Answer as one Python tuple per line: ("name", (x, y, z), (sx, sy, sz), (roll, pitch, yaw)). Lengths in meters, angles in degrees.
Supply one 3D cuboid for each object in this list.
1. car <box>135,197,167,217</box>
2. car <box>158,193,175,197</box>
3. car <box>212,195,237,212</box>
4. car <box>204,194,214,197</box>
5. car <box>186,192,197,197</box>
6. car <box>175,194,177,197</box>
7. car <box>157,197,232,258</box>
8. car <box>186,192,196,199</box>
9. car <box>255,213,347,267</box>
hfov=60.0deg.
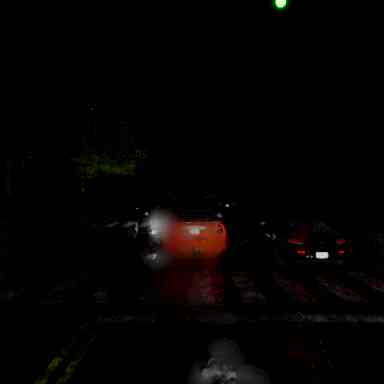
("car", (-3.406, 1.307, 27.234), (1.895, 1.301, 4.718), (0, 1, 0))
("car", (-3.426, 1.132, 39.298), (1.994, 1.385, 4.181), (0, 1, 0))
("car", (3.278, 1.205, 32.912), (1.994, 1.385, 4.181), (0, 1, 0))
("car", (3.128, 0.926, 59.898), (1.895, 1.301, 4.718), (0, 1, 0))
("car", (-0.129, 0.837, 58.224), (2.128, 1.511, 4.902), (0, 1, 0))
("car", (-3.432, 0.872, 54.210), (1.882, 1.535, 5.008), (0, 1, 0))
("car", (0.071, 1.222, 12.315), (2.097, 1.767, 4.553), (0, 0, 0))
("car", (-0.152, 0.777, 68.646), (1.994, 1.385, 4.181), (0, 1, 0))
("car", (3.326, 1.412, 10.815), (1.812, 1.442, 4.674), (0, 1, 0))
